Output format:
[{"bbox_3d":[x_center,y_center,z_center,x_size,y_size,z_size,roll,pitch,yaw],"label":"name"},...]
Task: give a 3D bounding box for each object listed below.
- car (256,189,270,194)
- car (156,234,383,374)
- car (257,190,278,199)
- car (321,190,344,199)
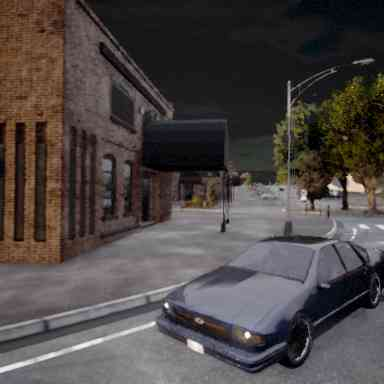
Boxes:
[{"bbox_3d":[20.694,0.811,90.686,4.792,1.488,2.163,-2,4,-13],"label":"car"},{"bbox_3d":[1.932,1.538,6.046,5.357,1.411,2.033,0,0,-45],"label":"car"},{"bbox_3d":[20.286,1.022,87.759,4.674,1.452,2.002,-2,4,-13],"label":"car"},{"bbox_3d":[37.320,1.025,87.124,5.008,1.535,2.097,0,4,-11],"label":"car"}]
